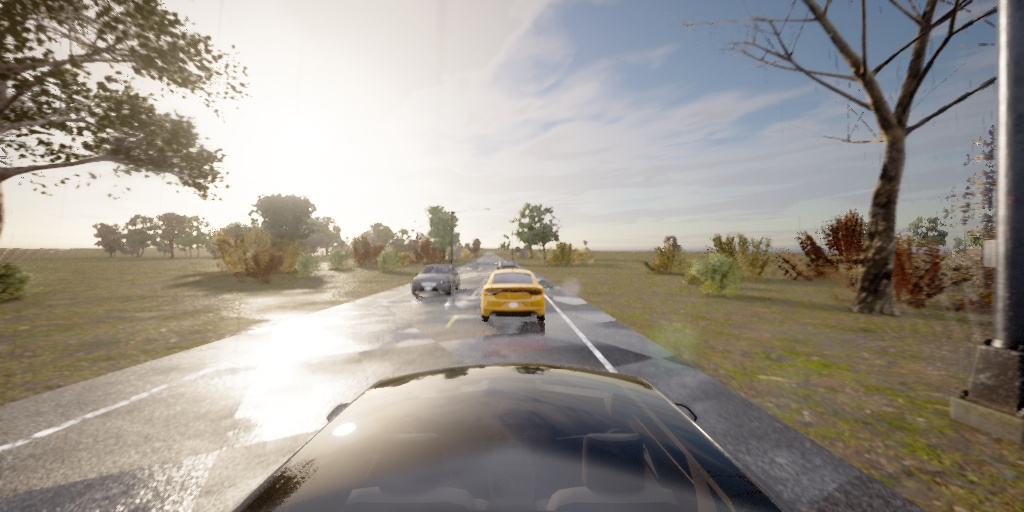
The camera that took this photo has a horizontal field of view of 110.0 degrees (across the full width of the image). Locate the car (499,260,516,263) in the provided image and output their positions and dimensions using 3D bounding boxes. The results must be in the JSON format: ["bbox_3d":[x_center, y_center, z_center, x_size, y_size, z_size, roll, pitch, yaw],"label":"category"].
[{"bbox_3d":[-0.376,1.121,30.488,2.128,1.511,4.902,0,0,-2],"label":"car"}]

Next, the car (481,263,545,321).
[{"bbox_3d":[0.012,1.185,12.371,1.882,1.535,5.008,0,0,-1],"label":"car"}]

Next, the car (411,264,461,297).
[{"bbox_3d":[-3.781,1.176,18.467,2.128,1.511,4.902,0,0,-1],"label":"car"}]
